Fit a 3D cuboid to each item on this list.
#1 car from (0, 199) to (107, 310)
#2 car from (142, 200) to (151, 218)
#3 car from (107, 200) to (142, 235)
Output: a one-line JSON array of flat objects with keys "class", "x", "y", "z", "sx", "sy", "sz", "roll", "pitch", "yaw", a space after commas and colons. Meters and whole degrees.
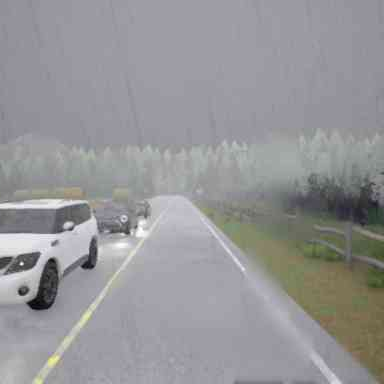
[{"class": "car", "x": -3.848, "y": 1.225, "z": 8.124, "sx": 2.150, "sy": 2.045, "sz": 5.566, "roll": 0, "pitch": 0, "yaw": -2}, {"class": "car", "x": -4.592, "y": 1.427, "z": 28.735, "sx": 2.128, "sy": 1.511, "sz": 4.902, "roll": 0, "pitch": 0, "yaw": -2}, {"class": "car", "x": -4.223, "y": 1.322, "z": 18.346, "sx": 2.097, "sy": 1.767, "sz": 4.553, "roll": 0, "pitch": 0, "yaw": -2}]
